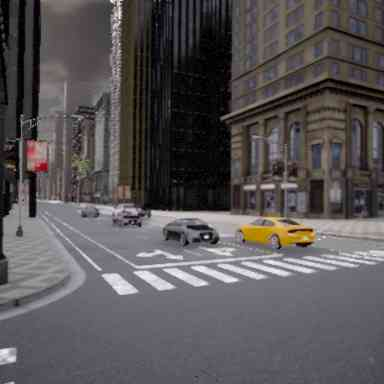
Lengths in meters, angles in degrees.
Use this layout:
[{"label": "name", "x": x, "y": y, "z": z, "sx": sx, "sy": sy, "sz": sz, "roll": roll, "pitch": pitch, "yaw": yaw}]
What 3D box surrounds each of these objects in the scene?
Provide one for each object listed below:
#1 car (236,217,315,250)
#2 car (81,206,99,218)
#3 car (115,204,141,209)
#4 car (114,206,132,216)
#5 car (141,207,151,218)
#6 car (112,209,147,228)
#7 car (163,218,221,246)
[{"label": "car", "x": 4.235, "y": 2.075, "z": 17.711, "sx": 1.882, "sy": 1.535, "sz": 5.008, "roll": 2, "pitch": -2, "yaw": -25}, {"label": "car", "x": -15.268, "y": 2.863, "z": 49.794, "sx": 2.097, "sy": 1.767, "sz": 4.553, "roll": 1, "pitch": -2, "yaw": -26}, {"label": "car", "x": -9.006, "y": 2.606, "z": 44.640, "sx": 2.150, "sy": 2.045, "sz": 5.566, "roll": 1, "pitch": -2, "yaw": -26}, {"label": "car", "x": -12.000, "y": 3.281, "z": 57.866, "sx": 1.837, "sy": 1.490, "sz": 4.892, "roll": 1, "pitch": -2, "yaw": -26}, {"label": "car", "x": -7.369, "y": 3.026, "z": 48.570, "sx": 1.837, "sy": 1.490, "sz": 4.892, "roll": 1, "pitch": -2, "yaw": -26}, {"label": "car", "x": -6.048, "y": 2.528, "z": 30.827, "sx": 1.994, "sy": 1.385, "sz": 4.181, "roll": 1, "pitch": -2, "yaw": -26}, {"label": "car", "x": -0.122, "y": 2.171, "z": 18.778, "sx": 1.994, "sy": 1.385, "sz": 4.181, "roll": 1, "pitch": -2, "yaw": -26}]
